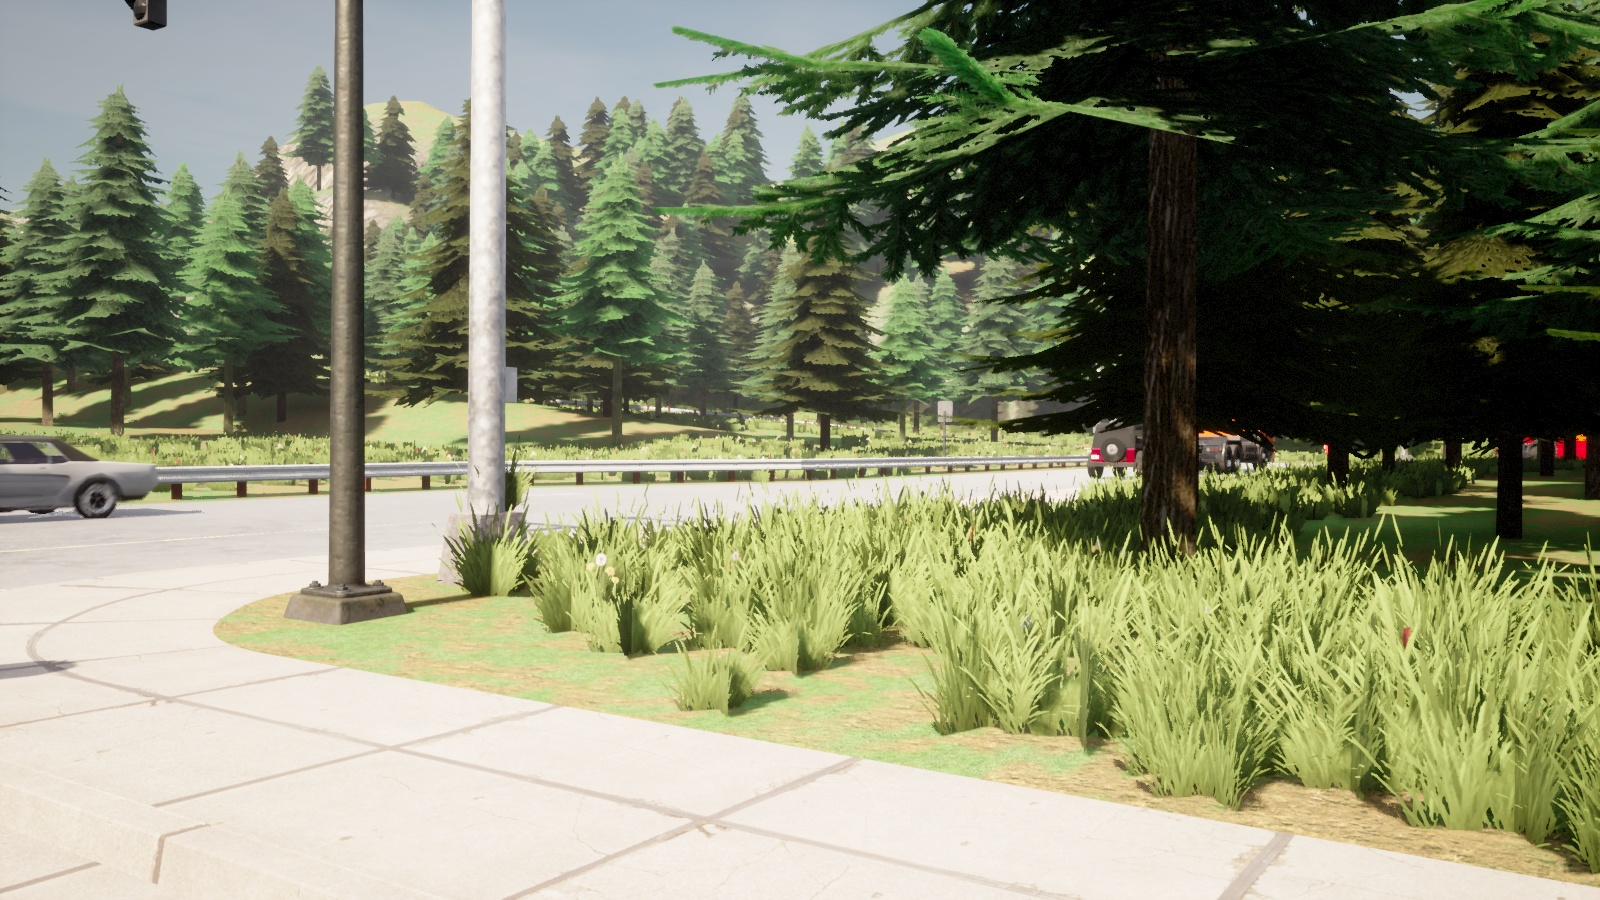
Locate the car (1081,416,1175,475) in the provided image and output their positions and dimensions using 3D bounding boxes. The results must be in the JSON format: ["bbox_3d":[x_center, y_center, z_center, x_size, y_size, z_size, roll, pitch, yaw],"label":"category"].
[{"bbox_3d":[11.144,-0.181,42.538,1.905,1.878,3.866,0,1,34],"label":"car"}]

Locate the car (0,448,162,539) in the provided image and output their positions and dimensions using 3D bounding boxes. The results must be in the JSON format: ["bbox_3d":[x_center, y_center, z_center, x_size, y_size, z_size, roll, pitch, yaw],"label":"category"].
[{"bbox_3d":[-12.481,0.658,19.012,1.895,1.301,4.718,0,1,32],"label":"car"}]

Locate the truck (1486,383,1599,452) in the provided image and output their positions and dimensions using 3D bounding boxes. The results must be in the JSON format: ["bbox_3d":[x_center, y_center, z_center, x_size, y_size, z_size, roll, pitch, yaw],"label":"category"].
[{"bbox_3d":[44.090,-1.834,71.419,8.468,3.827,2.891,0,1,11],"label":"truck"}]

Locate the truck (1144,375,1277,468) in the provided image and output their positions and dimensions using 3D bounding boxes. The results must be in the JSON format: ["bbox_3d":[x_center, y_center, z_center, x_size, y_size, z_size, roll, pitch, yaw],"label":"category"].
[{"bbox_3d":[16.632,-1.117,50.478,2.891,3.462,7.936,0,1,35],"label":"truck"}]
